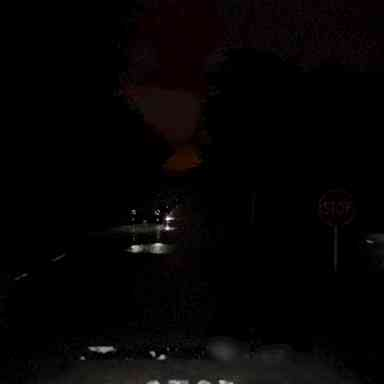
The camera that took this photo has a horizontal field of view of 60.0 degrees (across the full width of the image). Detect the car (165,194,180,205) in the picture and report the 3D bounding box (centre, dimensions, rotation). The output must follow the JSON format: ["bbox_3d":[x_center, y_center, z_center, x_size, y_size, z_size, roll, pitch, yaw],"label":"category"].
[{"bbox_3d":[-3.152,1.219,54.936,2.097,1.767,4.553,0,0,0],"label":"car"}]

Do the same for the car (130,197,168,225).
[{"bbox_3d":[-3.101,1.326,23.923,2.097,1.767,4.553,0,0,-1],"label":"car"}]

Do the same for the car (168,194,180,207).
[{"bbox_3d":[-3.166,1.407,45.112,2.128,1.511,4.902,0,0,0],"label":"car"}]

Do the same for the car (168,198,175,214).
[{"bbox_3d":[-3.153,1.554,34.870,1.895,1.301,4.718,0,0,0],"label":"car"}]
